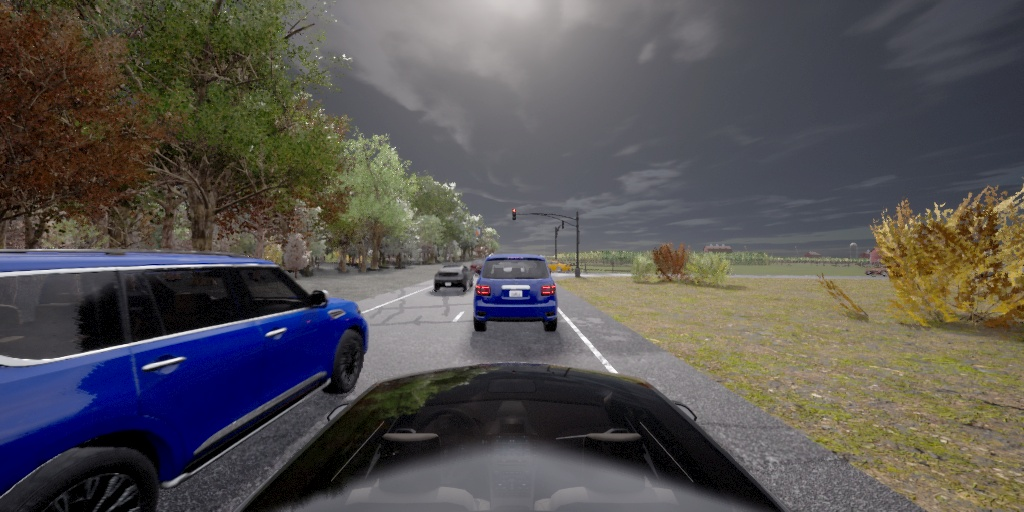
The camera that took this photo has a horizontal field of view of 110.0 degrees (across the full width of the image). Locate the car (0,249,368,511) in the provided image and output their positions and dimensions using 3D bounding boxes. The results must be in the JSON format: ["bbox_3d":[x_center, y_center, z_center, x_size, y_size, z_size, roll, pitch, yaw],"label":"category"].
[{"bbox_3d":[-3.400,0.972,3.474,2.150,2.045,5.566,0,0,0],"label":"car"}]

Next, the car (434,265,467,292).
[{"bbox_3d":[-3.430,1.259,21.627,1.837,1.490,4.892,0,0,0],"label":"car"}]

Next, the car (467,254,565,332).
[{"bbox_3d":[0.089,0.974,11.054,2.150,2.045,5.566,0,0,0],"label":"car"}]

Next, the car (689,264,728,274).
[{"bbox_3d":[23.775,1.631,43.462,4.181,1.385,1.994,1,-1,0],"label":"car"}]

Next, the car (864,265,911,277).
[{"bbox_3d":[45.673,1.784,43.364,5.008,1.535,1.882,1,-1,1],"label":"car"}]

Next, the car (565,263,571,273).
[{"bbox_3d":[5.161,1.359,46.345,5.008,1.535,1.882,2,1,32],"label":"car"}]
